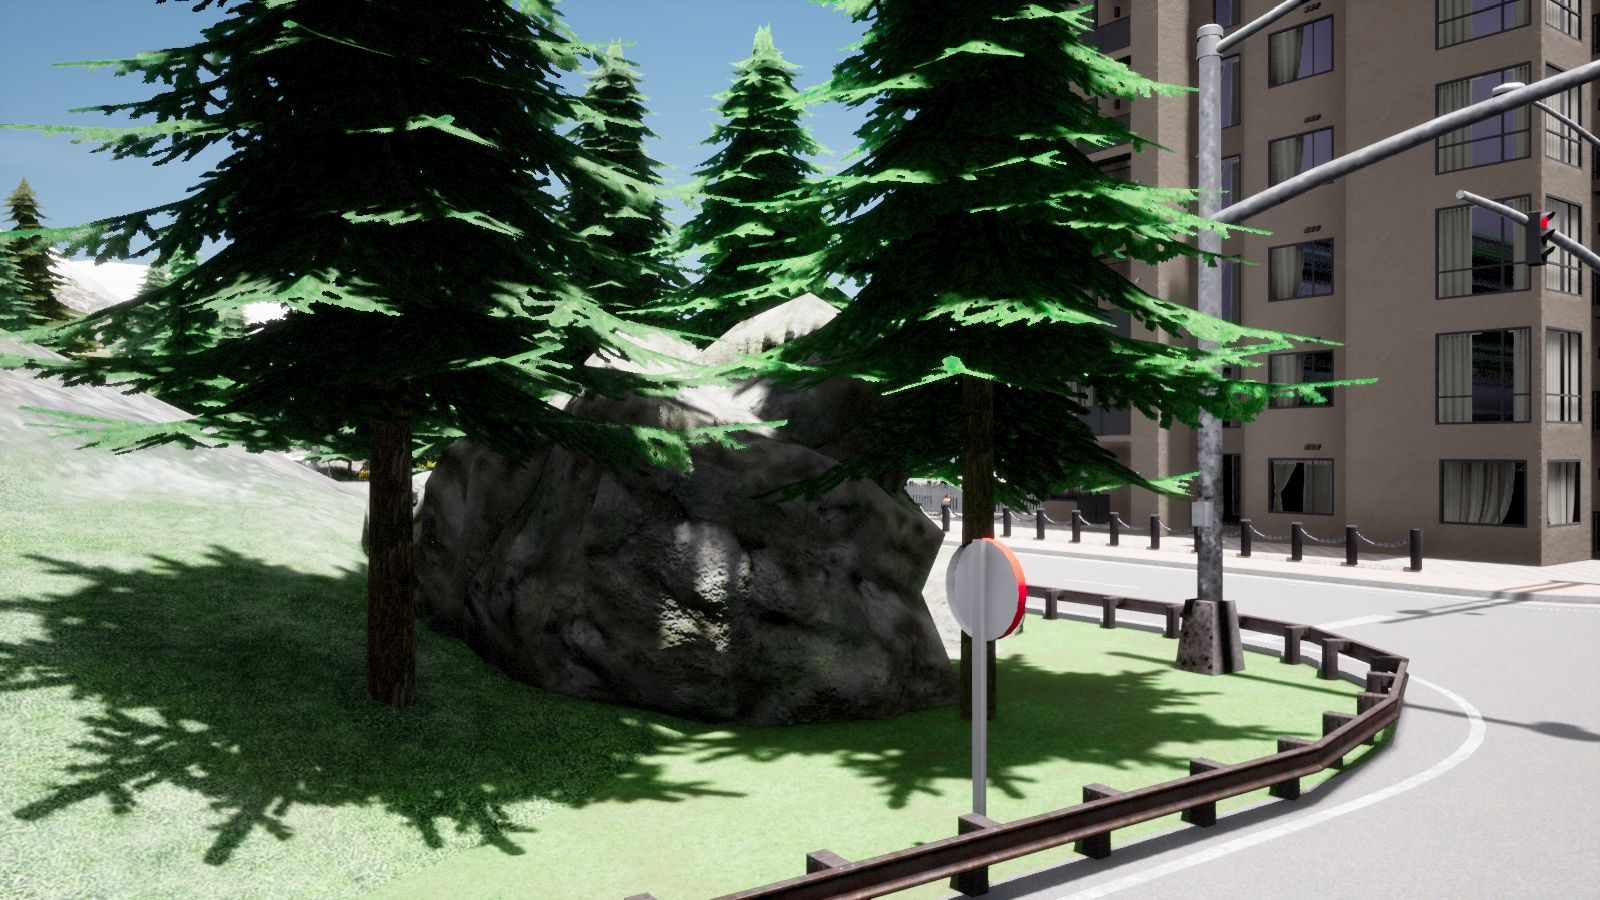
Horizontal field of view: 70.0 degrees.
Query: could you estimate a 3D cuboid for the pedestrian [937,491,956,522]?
[{"bbox_3d":[5.276,2.040,41.201,0.500,1.100,0.500,0,0,-30],"label":"pedestrian"}]
